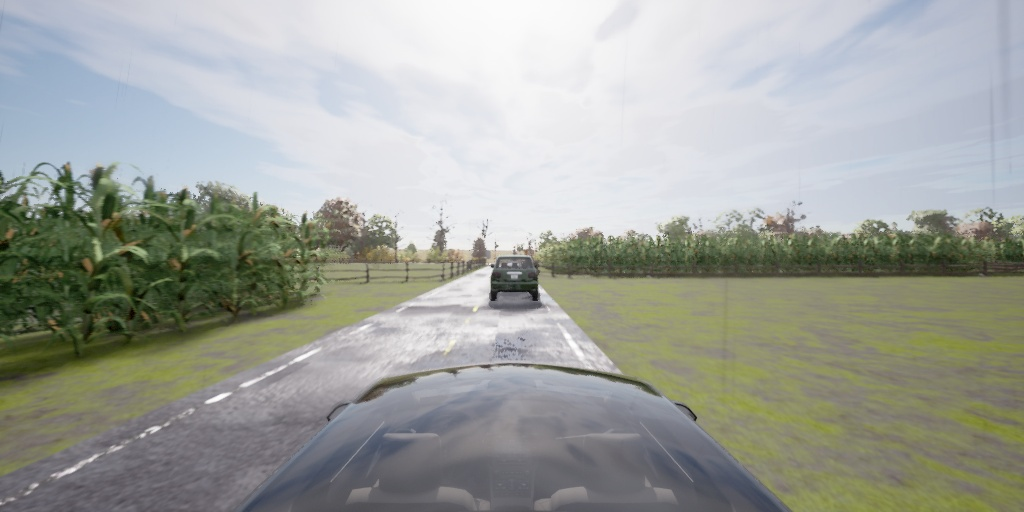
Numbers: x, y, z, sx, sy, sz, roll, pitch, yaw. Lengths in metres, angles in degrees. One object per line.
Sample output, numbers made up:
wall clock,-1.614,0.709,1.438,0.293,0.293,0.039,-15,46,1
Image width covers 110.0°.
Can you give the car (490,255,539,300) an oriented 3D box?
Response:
car,0.103,0.968,17.716,2.150,2.045,5.566,0,0,0
